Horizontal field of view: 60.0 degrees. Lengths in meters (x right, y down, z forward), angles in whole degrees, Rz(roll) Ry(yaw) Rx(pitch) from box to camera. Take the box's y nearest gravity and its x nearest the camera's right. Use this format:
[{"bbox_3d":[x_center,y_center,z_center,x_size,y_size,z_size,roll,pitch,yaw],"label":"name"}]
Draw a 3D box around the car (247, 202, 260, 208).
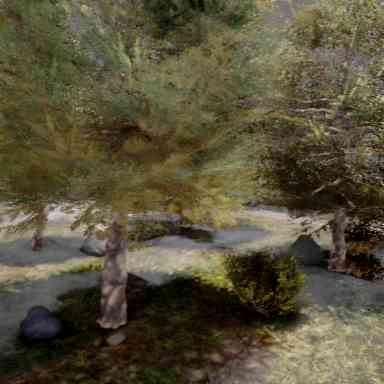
[{"bbox_3d":[1.680,-0.020,18.392,1.812,1.442,4.674,4,3,-39],"label":"car"}]
